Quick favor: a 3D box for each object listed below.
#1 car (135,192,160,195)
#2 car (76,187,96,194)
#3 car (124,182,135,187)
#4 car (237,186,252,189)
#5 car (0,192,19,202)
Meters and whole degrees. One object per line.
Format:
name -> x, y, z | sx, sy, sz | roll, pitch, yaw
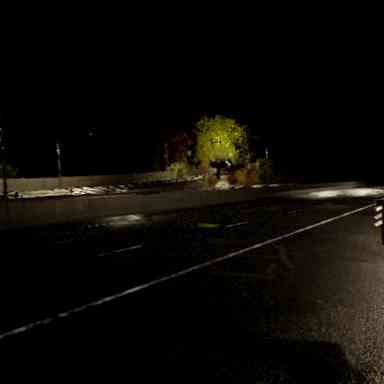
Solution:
car -> -4.743, 0.753, 33.109 | 1.837, 1.490, 4.892 | -1, 2, 39
car -> -19.151, -0.264, 60.356 | 1.994, 1.385, 4.181 | -2, 3, 18
car -> -14.428, -1.449, 74.307 | 1.812, 1.442, 4.674 | -2, 4, 20
car -> 7.524, -0.032, 48.364 | 1.837, 1.490, 4.892 | -1, 1, 39
car -> -24.275, 0.686, 42.646 | 1.812, 1.442, 4.674 | -2, 2, 15
